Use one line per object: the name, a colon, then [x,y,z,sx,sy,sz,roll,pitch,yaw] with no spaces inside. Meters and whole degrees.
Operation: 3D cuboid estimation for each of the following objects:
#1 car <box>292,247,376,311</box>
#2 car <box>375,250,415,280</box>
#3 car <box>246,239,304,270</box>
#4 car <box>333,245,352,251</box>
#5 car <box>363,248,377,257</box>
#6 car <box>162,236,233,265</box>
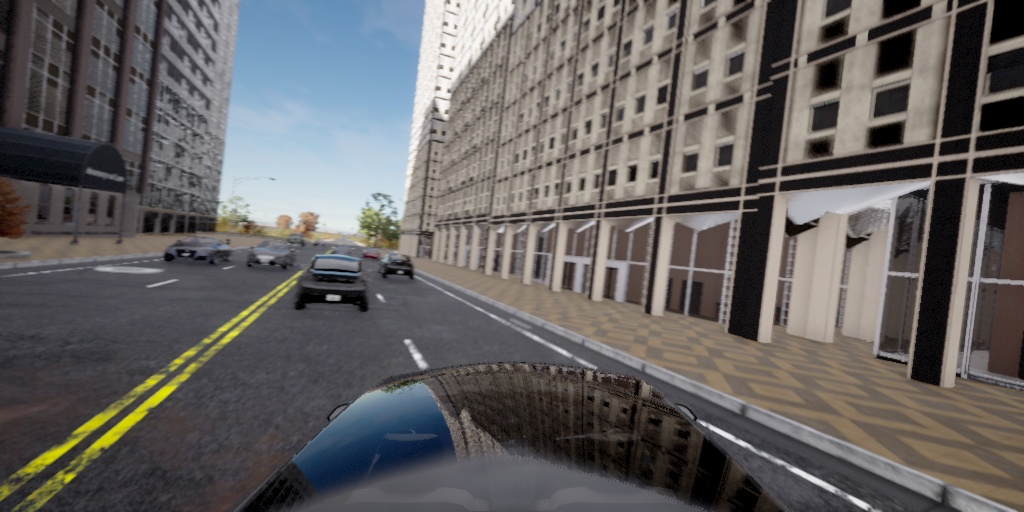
car: [-5.560,0.716,11.364,1.837,1.490,4.892,6,0,-25]
car: [-7.435,0.580,22.966,1.837,1.490,4.892,6,0,-25]
car: [-13.650,-0.107,20.603,2.128,1.511,4.902,6,0,-25]
car: [-18.088,-0.417,38.193,1.994,1.385,4.181,6,0,-25]
car: [-17.129,-0.288,43.777,1.994,1.385,4.181,6,0,-25]
car: [-16.525,-0.348,19.099,1.994,1.385,4.181,6,0,-25]
